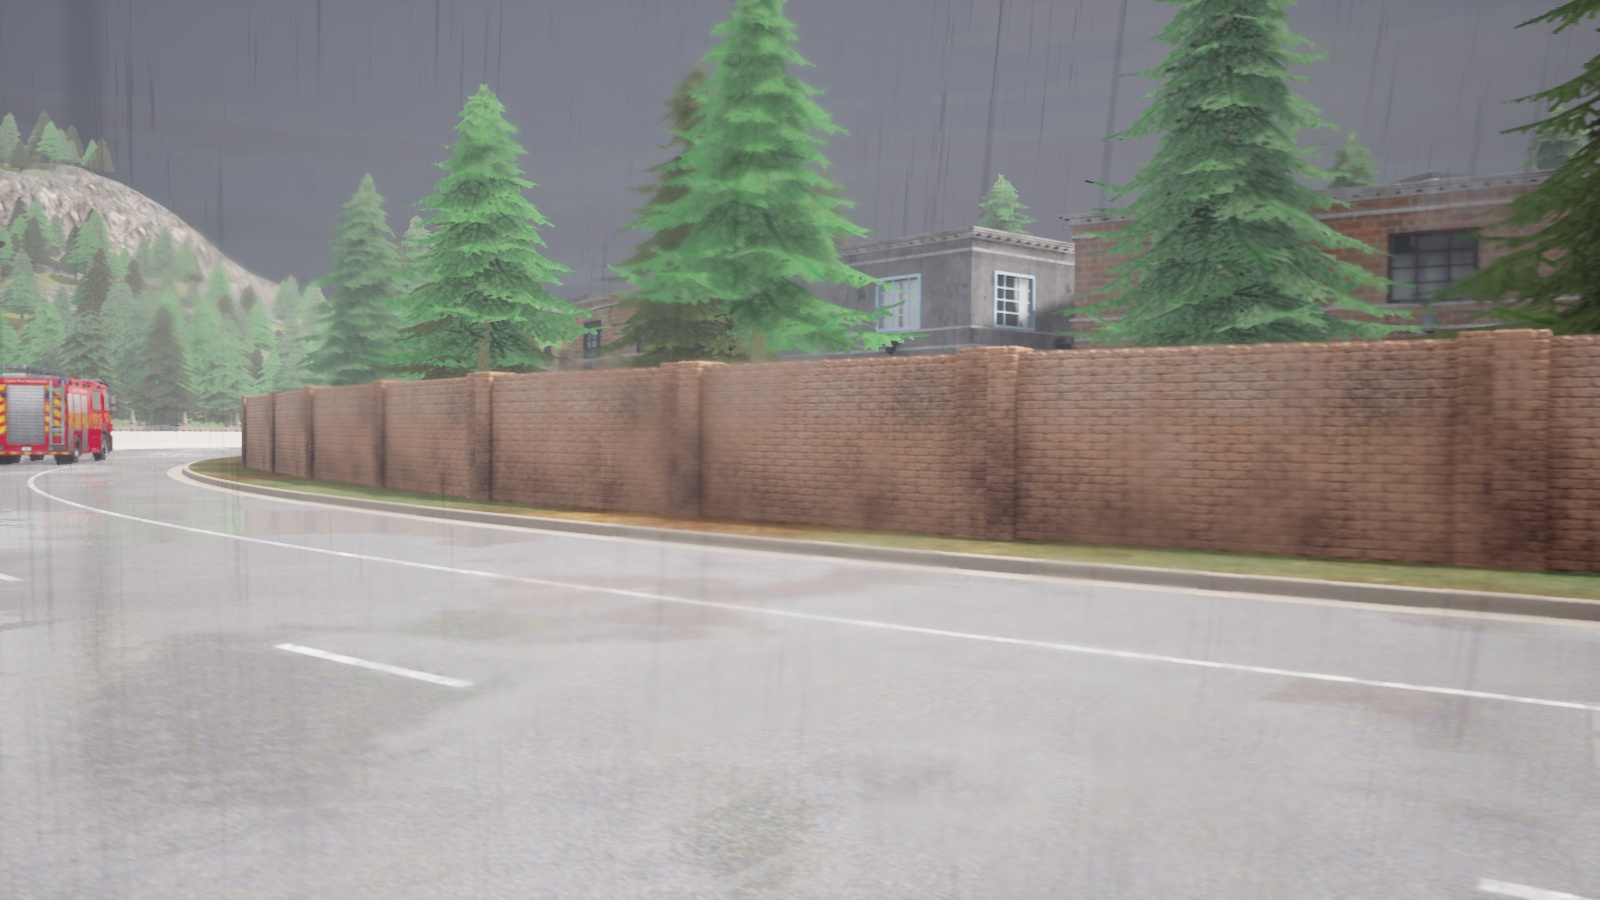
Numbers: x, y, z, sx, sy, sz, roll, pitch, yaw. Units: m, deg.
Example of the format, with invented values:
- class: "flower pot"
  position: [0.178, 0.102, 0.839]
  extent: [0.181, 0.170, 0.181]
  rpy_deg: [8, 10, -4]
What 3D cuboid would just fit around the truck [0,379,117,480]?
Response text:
- class: "truck"
  position: [-30.783, -0.847, 51.906]
  extent: [2.891, 3.827, 8.468]
  rpy_deg: [-1, 1, -18]
